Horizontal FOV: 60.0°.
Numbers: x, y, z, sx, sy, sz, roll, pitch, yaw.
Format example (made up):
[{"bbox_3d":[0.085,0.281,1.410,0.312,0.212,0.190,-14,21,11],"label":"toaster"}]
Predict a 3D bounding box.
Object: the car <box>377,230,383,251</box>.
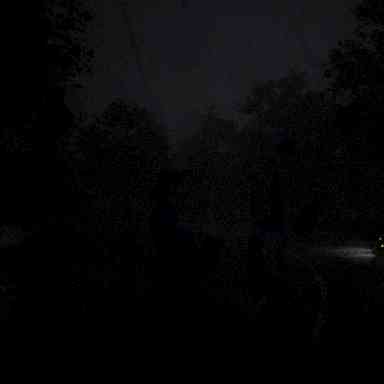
[{"bbox_3d":[8.812,1.559,11.562,4.181,1.385,1.994,-1,0,25],"label":"car"}]
